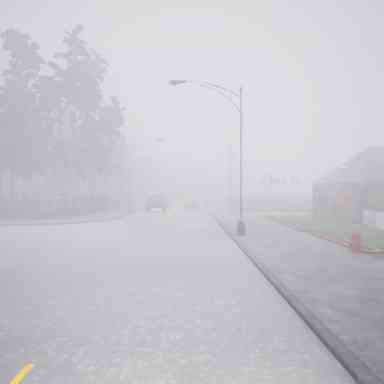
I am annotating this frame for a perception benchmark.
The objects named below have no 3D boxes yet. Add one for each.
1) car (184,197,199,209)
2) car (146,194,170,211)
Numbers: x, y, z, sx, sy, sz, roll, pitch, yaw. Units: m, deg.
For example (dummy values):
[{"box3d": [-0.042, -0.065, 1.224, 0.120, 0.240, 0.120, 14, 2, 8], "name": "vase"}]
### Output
[{"box3d": [-0.073, 1.478, 46.339, 1.882, 1.535, 5.008, 0, 0, 0], "name": "car"}, {"box3d": [-4.253, 1.221, 40.298, 2.150, 2.045, 5.566, 0, 0, 0], "name": "car"}]
